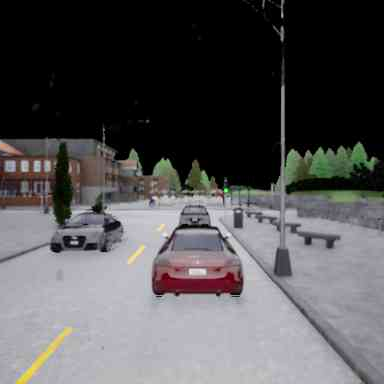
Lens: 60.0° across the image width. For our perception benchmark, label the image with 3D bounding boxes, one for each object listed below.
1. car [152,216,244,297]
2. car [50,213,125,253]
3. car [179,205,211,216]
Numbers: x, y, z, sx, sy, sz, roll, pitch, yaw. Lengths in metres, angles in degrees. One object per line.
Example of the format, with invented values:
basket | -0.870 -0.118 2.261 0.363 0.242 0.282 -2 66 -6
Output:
car | 0.128 1.555 8.622 1.994 1.385 4.181 0 0 0
car | -4.034 1.550 13.413 1.994 1.385 4.181 0 0 0
car | 0.166 1.526 20.285 2.033 1.411 5.357 0 0 0
